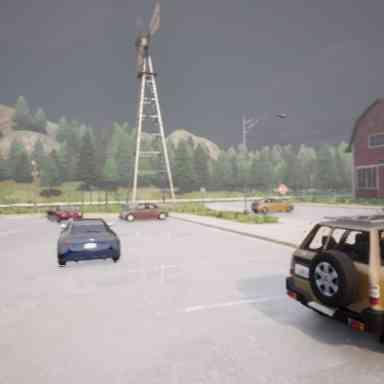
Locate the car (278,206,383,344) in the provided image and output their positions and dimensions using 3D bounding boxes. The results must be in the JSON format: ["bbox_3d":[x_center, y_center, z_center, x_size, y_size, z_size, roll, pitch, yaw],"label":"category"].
[{"bbox_3d":[3.892,1.221,5.611,4.605,1.855,1.932,-1,0,-20],"label":"car"}]

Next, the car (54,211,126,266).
[{"bbox_3d":[-3.762,1.622,12.037,1.994,1.385,4.181,-1,0,-19],"label":"car"}]

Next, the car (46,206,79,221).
[{"bbox_3d":[-10.505,1.773,27.198,1.895,1.301,4.718,-1,0,-36],"label":"car"}]

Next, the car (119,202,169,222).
[{"bbox_3d":[-3.883,1.558,26.702,3.905,1.438,1.784,-1,0,-20],"label":"car"}]

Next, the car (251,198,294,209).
[{"bbox_3d":[7.816,1.294,32.181,4.193,1.474,1.816,-1,0,-20],"label":"car"}]
